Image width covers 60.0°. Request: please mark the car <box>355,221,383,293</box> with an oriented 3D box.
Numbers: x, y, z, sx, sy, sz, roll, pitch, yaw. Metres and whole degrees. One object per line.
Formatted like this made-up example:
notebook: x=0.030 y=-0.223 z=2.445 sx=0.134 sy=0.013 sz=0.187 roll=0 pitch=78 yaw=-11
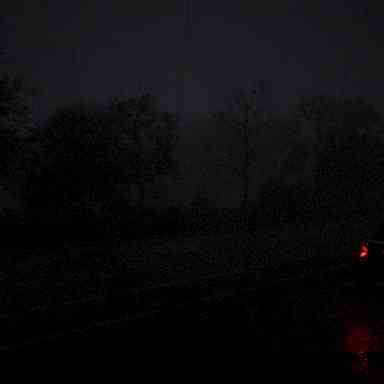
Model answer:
car: x=5.736 y=1.321 z=7.539 sx=4.553 sy=1.767 sz=2.097 roll=0 pitch=0 yaw=-35
